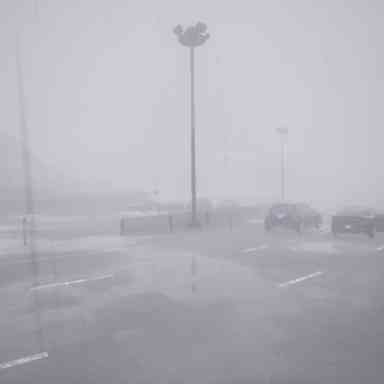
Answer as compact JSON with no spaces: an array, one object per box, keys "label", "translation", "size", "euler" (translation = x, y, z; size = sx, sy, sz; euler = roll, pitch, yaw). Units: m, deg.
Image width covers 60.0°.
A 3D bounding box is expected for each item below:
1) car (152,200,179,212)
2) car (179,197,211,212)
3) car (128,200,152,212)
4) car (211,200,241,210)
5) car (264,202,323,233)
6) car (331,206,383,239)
[{"label":"car","translation":[-2.410,1.687,39.103],"size":[1.895,1.301,4.718],"euler":[-1,-1,25]},{"label":"car","translation":[0.805,1.412,37.702],"size":[2.097,1.767,4.553],"euler":[0,0,24]},{"label":"car","translation":[-5.582,1.678,40.581],"size":[2.033,1.411,5.357],"euler":[-1,-1,25]},{"label":"car","translation":[3.977,1.566,36.221],"size":[1.812,1.442,4.674],"euler":[0,0,25]},{"label":"car","translation":[6.091,1.357,19.688],"size":[2.097,1.767,4.553],"euler":[0,0,38]},{"label":"car","translation":[8.855,1.474,17.542],"size":[1.882,1.535,5.008],"euler":[0,0,38]}]
